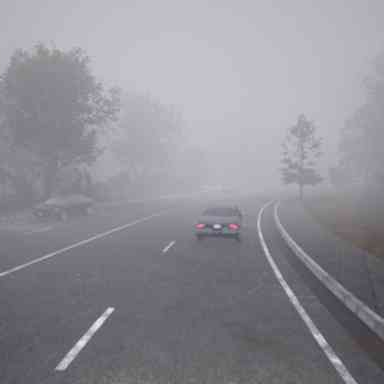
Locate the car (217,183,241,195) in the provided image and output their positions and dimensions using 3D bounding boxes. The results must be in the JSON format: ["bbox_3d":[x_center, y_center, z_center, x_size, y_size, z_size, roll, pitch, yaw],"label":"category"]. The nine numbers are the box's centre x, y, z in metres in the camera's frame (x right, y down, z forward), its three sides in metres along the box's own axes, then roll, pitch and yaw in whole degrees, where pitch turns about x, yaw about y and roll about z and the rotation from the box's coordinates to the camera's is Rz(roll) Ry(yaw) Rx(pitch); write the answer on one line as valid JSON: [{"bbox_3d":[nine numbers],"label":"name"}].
[{"bbox_3d":[6.162,-0.359,52.192,1.882,1.535,5.008,0,2,27],"label":"car"}]

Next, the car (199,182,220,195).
[{"bbox_3d":[3.082,-0.610,53.857,2.150,2.045,5.566,0,2,27],"label":"car"}]

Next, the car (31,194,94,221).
[{"bbox_3d":[-8.154,0.903,21.420,1.882,1.535,5.008,0,2,12],"label":"car"}]

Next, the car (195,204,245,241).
[{"bbox_3d":[1.340,1.244,14.904,2.033,1.411,5.357,0,2,9],"label":"car"}]
